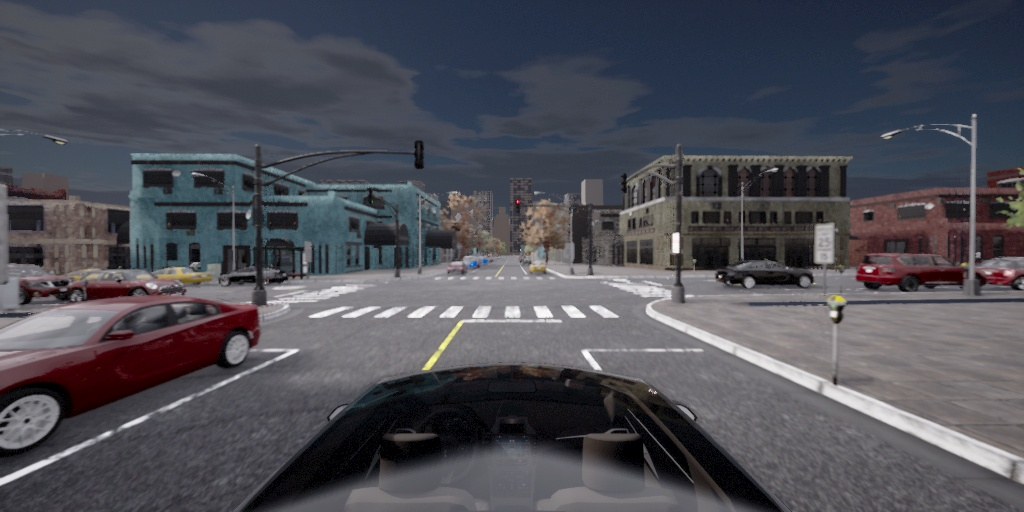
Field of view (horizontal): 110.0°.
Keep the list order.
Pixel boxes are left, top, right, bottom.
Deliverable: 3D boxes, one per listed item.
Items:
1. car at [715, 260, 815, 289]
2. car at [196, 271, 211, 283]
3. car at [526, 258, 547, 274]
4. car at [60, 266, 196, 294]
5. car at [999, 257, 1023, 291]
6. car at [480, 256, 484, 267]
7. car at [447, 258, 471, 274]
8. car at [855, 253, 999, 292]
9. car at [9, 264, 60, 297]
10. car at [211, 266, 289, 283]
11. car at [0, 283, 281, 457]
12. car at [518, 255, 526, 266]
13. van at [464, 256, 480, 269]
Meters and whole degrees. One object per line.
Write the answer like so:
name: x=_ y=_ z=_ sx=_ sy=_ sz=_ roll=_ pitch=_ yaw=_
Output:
car: x=14.204 y=0.980 z=20.270 sx=5.008 sy=1.535 sz=1.882 roll=-1 pitch=1 yaw=-1
car: x=-24.014 y=1.411 z=25.284 sx=4.829 sy=1.417 sz=1.751 roll=0 pitch=0 yaw=-1
car: x=2.690 y=1.134 z=37.746 sx=1.751 sy=1.417 sz=4.829 roll=0 pitch=0 yaw=0
car: x=-18.071 y=1.364 z=17.042 sx=4.097 sy=1.591 sz=1.967 roll=0 pitch=0 yaw=-1
car: x=25.488 y=0.840 z=17.791 sx=4.097 sy=1.591 sz=1.967 roll=0 pitch=0 yaw=-1
car: x=-5.693 y=1.087 z=54.214 sx=1.888 sy=1.381 sz=4.507 roll=0 pitch=0 yaw=0
car: x=-5.690 y=1.190 z=37.575 sx=1.802 sy=1.307 sz=4.207 roll=0 pitch=0 yaw=0
car: x=19.946 y=0.782 z=17.692 sx=5.009 sy=1.841 sz=2.192 roll=0 pitch=0 yaw=-1
car: x=-23.724 y=1.307 z=16.940 sx=5.009 sy=1.841 sz=2.192 roll=0 pitch=0 yaw=-1
car: x=-18.191 y=1.384 z=25.388 sx=4.313 sy=1.339 sz=1.948 roll=0 pitch=0 yaw=-1
car: x=-5.687 y=1.282 z=5.056 sx=1.888 sy=1.381 sz=4.507 roll=0 pitch=0 yaw=0
car: x=2.687 y=1.048 z=65.307 sx=2.007 sy=1.370 sz=4.403 roll=0 pitch=0 yaw=0
van: x=-5.692 y=0.905 z=48.667 sx=1.690 sy=1.789 sz=3.998 roll=0 pitch=0 yaw=0
